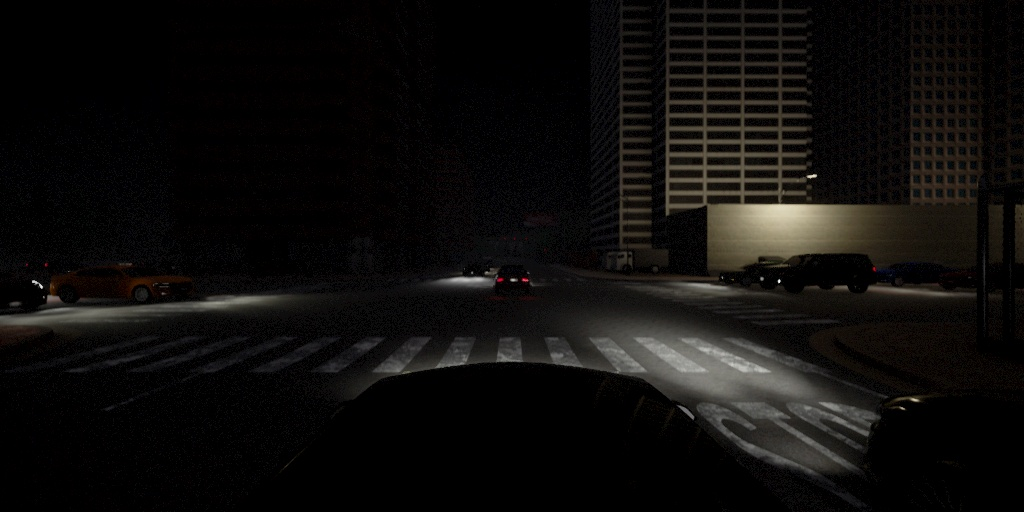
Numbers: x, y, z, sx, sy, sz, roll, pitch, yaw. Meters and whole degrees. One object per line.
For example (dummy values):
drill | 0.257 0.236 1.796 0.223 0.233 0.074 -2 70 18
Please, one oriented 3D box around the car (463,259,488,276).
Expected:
car | -3.719 1.262 35.450 1.895 1.301 4.718 0 0 -1

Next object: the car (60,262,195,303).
car | -16.549 1.135 15.398 5.008 1.535 1.882 0 0 1

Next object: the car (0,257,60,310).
car | -18.775 1.019 12.040 4.553 1.767 2.097 0 0 2

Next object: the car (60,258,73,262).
car | -50.147 0.945 39.452 2.097 1.767 4.553 0 0 -14

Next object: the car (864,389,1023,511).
car | 3.606 1.244 0.688 2.128 1.511 4.902 0 0 0

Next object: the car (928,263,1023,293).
car | 26.152 1.127 19.315 5.008 1.535 1.882 0 0 0

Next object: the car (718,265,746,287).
car | 15.763 1.145 22.750 4.892 1.490 1.837 0 0 0

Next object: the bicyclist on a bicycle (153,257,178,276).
bicyclist on a bicycle | -26.639 0.926 27.584 0.582 1.620 1.656 0 0 10

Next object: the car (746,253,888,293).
car | 16.164 0.871 19.250 5.566 2.045 2.150 0 0 0

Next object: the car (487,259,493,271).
car | -3.782 1.114 44.735 1.882 1.535 5.008 0 0 0

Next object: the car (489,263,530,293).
car | 0.022 1.228 20.091 2.033 1.411 5.357 0 0 0

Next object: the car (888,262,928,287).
car | 25.253 1.118 22.809 5.008 1.535 1.882 0 0 0

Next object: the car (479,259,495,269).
car | -3.797 1.157 55.015 2.033 1.411 5.357 0 0 0
